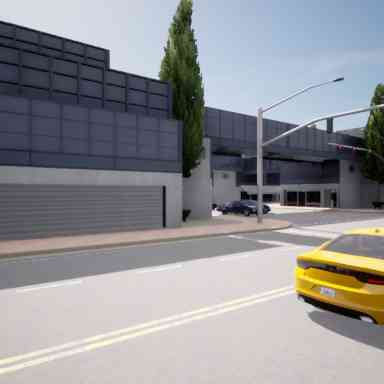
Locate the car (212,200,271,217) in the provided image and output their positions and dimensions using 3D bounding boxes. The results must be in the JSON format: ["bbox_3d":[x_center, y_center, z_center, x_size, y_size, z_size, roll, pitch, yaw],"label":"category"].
[{"bbox_3d":[4.650,1.547,32.080,2.033,1.411,5.357,0,0,-37],"label":"car"}]

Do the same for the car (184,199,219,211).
[{"bbox_3d":[1.140,1.601,42.599,1.895,1.301,4.718,0,0,-37],"label":"car"}]

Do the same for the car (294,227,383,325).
[{"bbox_3d":[4.221,1.478,6.856,5.008,1.535,1.882,0,0,-36],"label":"car"}]

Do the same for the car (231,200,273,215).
[{"bbox_3d":[6.374,1.564,35.615,1.994,1.385,4.181,0,0,-37],"label":"car"}]
